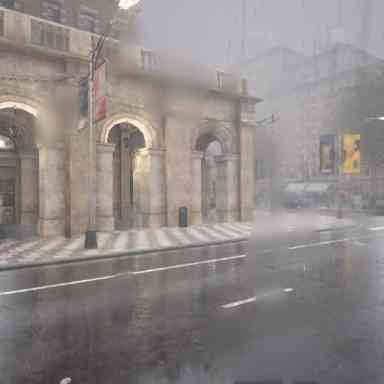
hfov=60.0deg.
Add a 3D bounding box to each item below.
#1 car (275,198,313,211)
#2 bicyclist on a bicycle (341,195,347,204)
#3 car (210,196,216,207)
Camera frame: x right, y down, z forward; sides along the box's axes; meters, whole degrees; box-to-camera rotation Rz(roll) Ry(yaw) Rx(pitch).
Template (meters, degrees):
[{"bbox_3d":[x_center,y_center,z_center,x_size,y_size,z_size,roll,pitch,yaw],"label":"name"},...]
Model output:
[{"bbox_3d":[12.801,1.496,41.966,1.837,1.490,4.892,0,0,-36],"label":"car"},{"bbox_3d":[26.013,1.287,56.940,1.656,1.620,0.582,0,0,-36],"label":"bicyclist on a bicycle"},{"bbox_3d":[1.423,1.588,46.347,1.895,1.301,4.718,0,0,-36],"label":"car"}]
